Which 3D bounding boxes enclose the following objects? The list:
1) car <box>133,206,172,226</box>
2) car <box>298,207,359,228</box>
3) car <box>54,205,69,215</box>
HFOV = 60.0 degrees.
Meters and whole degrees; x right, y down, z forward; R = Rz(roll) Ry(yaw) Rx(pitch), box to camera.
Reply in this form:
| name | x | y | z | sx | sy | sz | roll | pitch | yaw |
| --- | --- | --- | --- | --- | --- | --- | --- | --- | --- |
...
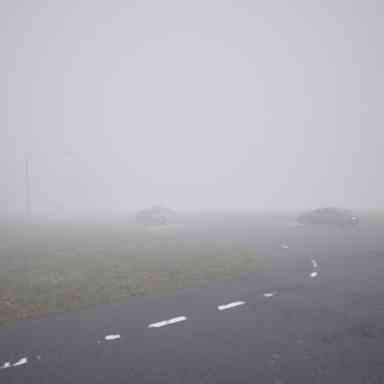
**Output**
| name | x | y | z | sx | sy | sz | roll | pitch | yaw |
| --- | --- | --- | --- | --- | --- | --- | --- | --- | --- |
| car | -4.090 | 2.395 | 32.241 | 1.837 | 1.490 | 4.892 | -2 | 0 | -35 |
| car | 9.974 | 1.815 | 24.528 | 1.994 | 1.385 | 4.181 | -2 | 0 | -35 |
| car | -24.351 | 3.241 | 61.983 | 2.097 | 1.767 | 4.553 | -2 | -1 | -30 |
